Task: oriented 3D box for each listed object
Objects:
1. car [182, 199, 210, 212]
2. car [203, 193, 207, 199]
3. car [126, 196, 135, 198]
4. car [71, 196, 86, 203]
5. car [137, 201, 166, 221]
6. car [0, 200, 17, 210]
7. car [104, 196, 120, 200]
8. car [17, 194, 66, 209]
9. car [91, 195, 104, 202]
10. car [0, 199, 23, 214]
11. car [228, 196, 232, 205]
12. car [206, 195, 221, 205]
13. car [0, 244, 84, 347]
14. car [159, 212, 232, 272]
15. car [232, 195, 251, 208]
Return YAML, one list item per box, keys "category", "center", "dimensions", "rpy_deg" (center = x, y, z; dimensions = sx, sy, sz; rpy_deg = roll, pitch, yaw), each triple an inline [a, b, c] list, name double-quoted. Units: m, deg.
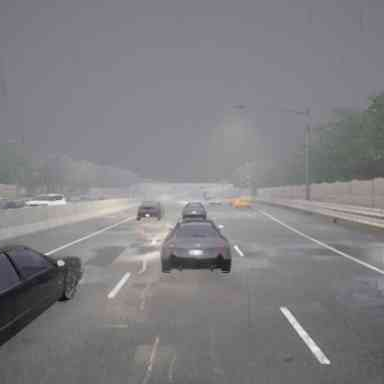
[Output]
- category: "car"
  center: [0.195, 1.547, 27.737]
  dimensions: [1.994, 1.385, 4.181]
  rpy_deg: [0, 0, 0]
- category: "car"
  center: [4.345, 1.597, 88.617]
  dimensions: [1.812, 1.442, 4.674]
  rpy_deg: [0, 0, 1]
- category: "car"
  center: [-13.433, 1.613, 72.238]
  dimensions: [1.895, 1.301, 4.718]
  rpy_deg: [0, 0, 1]
- category: "car"
  center: [-23.960, 1.530, 70.550]
  dimensions: [2.128, 1.511, 4.902]
  rpy_deg: [0, 0, 1]
- category: "car"
  center: [-3.309, 1.488, 27.241]
  dimensions: [1.837, 1.490, 4.892]
  rpy_deg: [0, 0, 0]
- category: "car"
  center: [-17.484, 1.529, 30.783]
  dimensions: [2.033, 1.411, 5.357]
  rpy_deg: [0, 0, 0]
- category: "car"
  center: [-16.933, 1.543, 72.324]
  dimensions: [2.128, 1.511, 4.902]
  rpy_deg: [0, 0, 1]
- category: "car"
  center: [-13.974, 1.206, 31.894]
  dimensions: [2.150, 2.045, 5.566]
  rpy_deg: [0, 0, 0]
- category: "car"
  center: [-20.432, 1.495, 72.380]
  dimensions: [1.882, 1.535, 5.008]
  rpy_deg: [0, 0, 1]
- category: "car"
  center: [-20.933, 1.530, 36.479]
  dimensions: [2.033, 1.411, 5.357]
  rpy_deg: [0, 0, 1]
- category: "car"
  center: [7.361, 1.363, 57.039]
  dimensions: [2.097, 1.767, 4.553]
  rpy_deg: [0, 0, 1]
- category: "car"
  center: [3.857, 1.610, 56.704]
  dimensions: [1.895, 1.301, 4.718]
  rpy_deg: [0, 0, 1]
- category: "car"
  center: [-3.393, 1.544, 5.210]
  dimensions: [2.033, 1.411, 5.357]
  rpy_deg: [0, 0, 0]
- category: "car"
  center: [0.120, 1.556, 10.727]
  dimensions: [1.994, 1.385, 4.181]
  rpy_deg: [0, 0, 0]
- category: "car"
  center: [7.122, 1.472, 46.861]
  dimensions: [1.882, 1.535, 5.008]
  rpy_deg: [0, 0, 2]
